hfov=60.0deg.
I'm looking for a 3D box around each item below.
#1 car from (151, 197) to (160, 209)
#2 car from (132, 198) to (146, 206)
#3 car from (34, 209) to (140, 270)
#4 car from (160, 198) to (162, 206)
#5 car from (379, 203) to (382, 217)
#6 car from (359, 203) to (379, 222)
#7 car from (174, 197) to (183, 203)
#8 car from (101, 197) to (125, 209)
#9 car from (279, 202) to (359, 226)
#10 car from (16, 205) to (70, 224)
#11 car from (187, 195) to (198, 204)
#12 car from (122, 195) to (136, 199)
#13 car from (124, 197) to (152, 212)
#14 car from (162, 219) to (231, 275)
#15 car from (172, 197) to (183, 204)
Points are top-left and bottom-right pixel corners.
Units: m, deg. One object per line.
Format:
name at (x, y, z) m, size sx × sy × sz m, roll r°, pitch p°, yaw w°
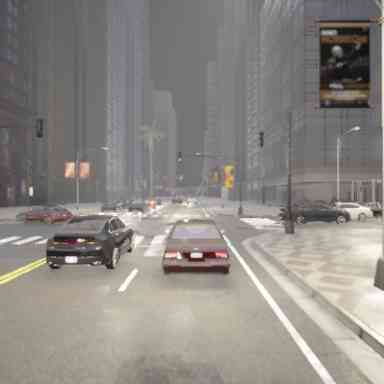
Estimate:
car at (-6.559, 1.555, 50.324) m, size 2.097 × 1.767 × 4.553 m, roll 0°, pitch 0°, yaw 0°
car at (-9.737, 1.796, 61.296) m, size 1.812 × 1.442 × 4.674 m, roll 0°, pitch 0°, yaw 0°
car at (-3.147, 1.523, 11.087) m, size 1.837 × 1.490 × 4.892 m, roll 0°, pitch 0°, yaw 0°
car at (-6.487, 1.756, 60.401) m, size 2.128 × 1.511 × 4.902 m, roll 0°, pitch 0°, yaw 0°
car at (15.191, 1.604, 28.956) m, size 4.313 × 1.339 × 1.947 m, roll 0°, pitch 0°, yaw -1°
car at (11.641, 1.548, 26.143) m, size 4.674 × 1.442 × 1.812 m, roll 0°, pitch -1°, yaw -1°
car at (-3.233, 1.960, 81.537) m, size 1.994 × 1.385 × 4.181 m, roll 0°, pitch 0°, yaw 0°
car at (-9.866, 1.656, 40.929) m, size 1.837 × 1.490 × 4.892 m, roll 0°, pitch 0°, yaw -2°
car at (8.547, 1.510, 23.135) m, size 4.892 × 1.490 × 1.837 m, roll 0°, pitch -4°, yaw -5°
car at (-10.803, 1.634, 24.370) m, size 4.181 × 1.385 × 1.994 m, roll 0°, pitch -1°, yaw 25°
car at (0.016, 1.560, 70.841) m, size 2.150 × 2.045 × 5.566 m, roll 0°, pitch 0°, yaw 0°
car at (-9.807, 1.428, 50.948) m, size 2.150 × 2.045 × 5.566 m, roll 0°, pitch 0°, yaw 0°
car at (-6.586, 1.700, 41.042) m, size 2.033 × 1.411 × 5.357 m, roll 0°, pitch 0°, yaw 0°
car at (0.102, 1.564, 10.439) m, size 2.033 × 1.411 × 5.357 m, roll 0°, pitch 0°, yaw 0°
car at (-3.235, 1.814, 71.054) m, size 1.882 × 1.535 × 5.008 m, roll 0°, pitch 0°, yaw 0°
